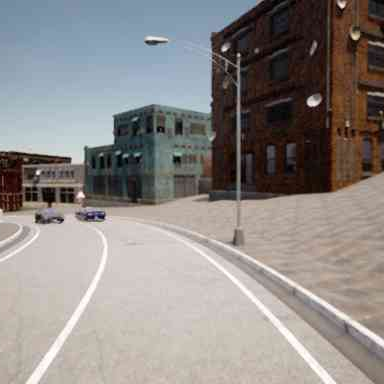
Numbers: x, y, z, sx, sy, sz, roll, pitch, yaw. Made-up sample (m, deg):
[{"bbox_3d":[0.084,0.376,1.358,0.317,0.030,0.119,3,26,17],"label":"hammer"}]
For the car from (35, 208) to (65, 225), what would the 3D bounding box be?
[{"bbox_3d":[-13.262,2.192,30.821,2.033,1.411,5.357,-2,-1,-34],"label":"car"}]

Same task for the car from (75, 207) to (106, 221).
[{"bbox_3d":[-10.019,2.124,32.473,1.895,1.301,4.718,-2,-1,-33],"label":"car"}]
